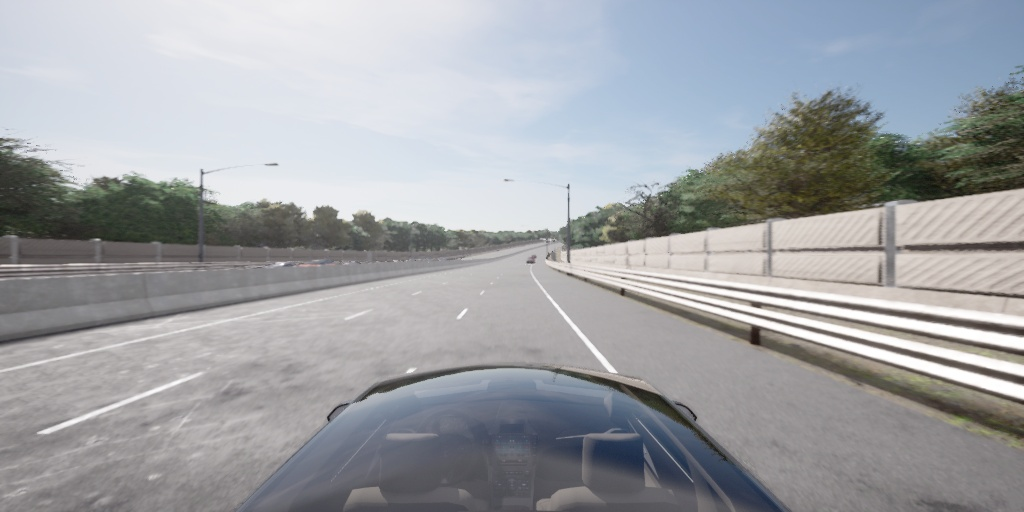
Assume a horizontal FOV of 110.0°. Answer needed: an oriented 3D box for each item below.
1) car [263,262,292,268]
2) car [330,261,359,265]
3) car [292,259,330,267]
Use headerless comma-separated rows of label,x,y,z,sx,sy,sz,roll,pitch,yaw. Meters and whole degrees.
car,-24.072,1.334,37.789,2.033,1.411,5.357,0,0,2
car,-17.050,1.380,38.352,1.994,1.385,4.181,0,0,2
car,-20.562,1.153,37.979,2.097,1.767,4.553,0,0,2
